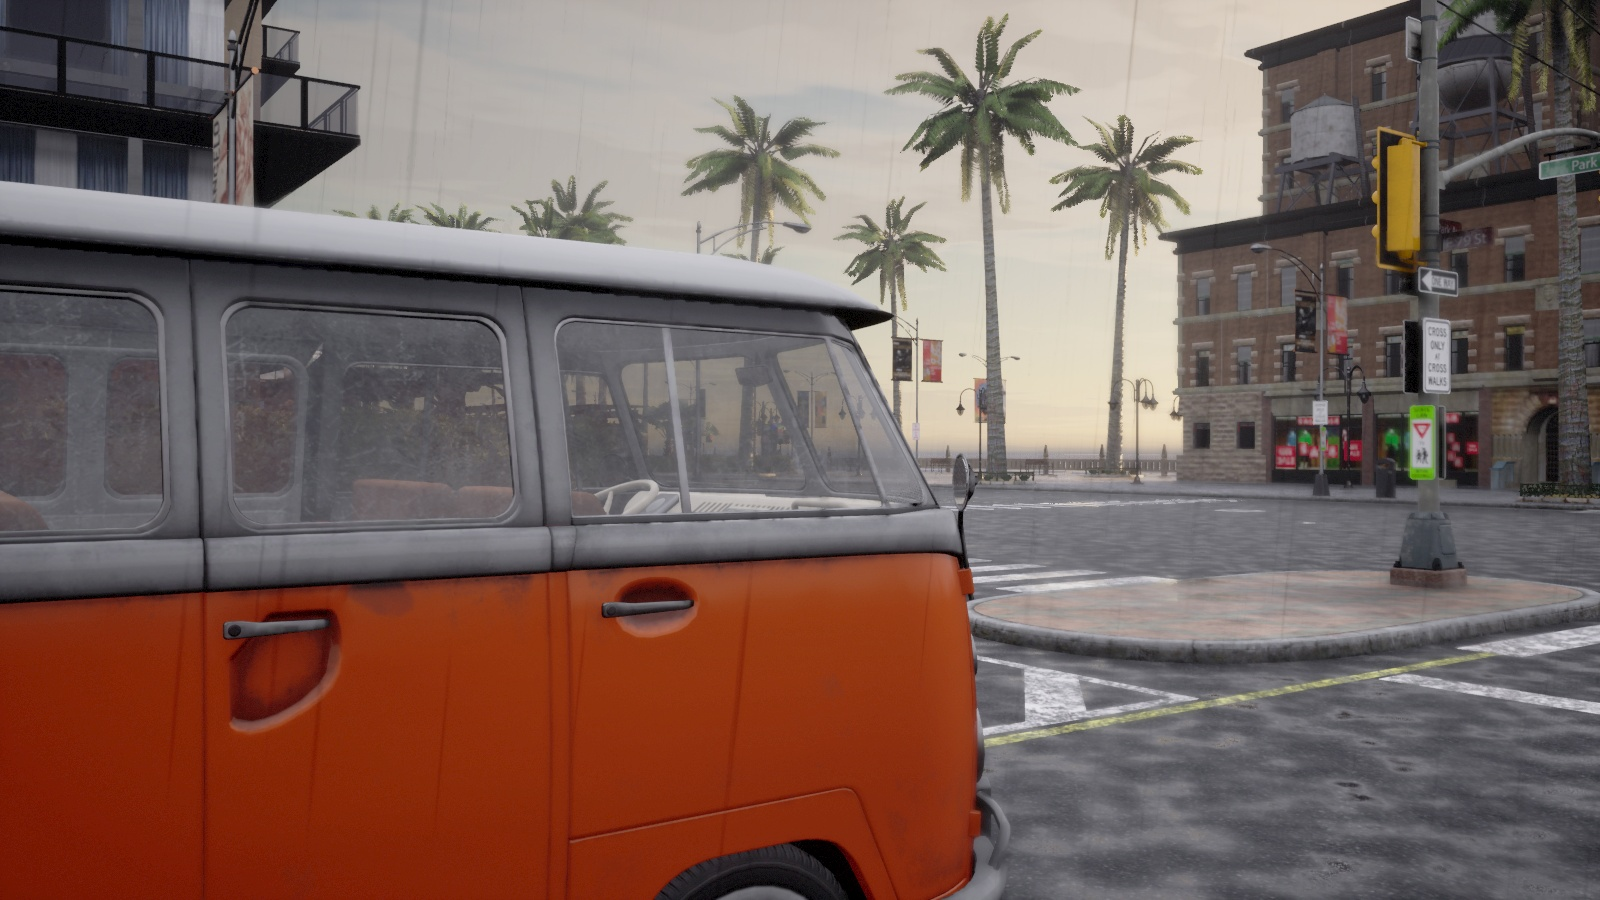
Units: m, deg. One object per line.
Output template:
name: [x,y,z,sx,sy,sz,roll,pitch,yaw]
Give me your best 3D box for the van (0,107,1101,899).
van: [-1.588,0.507,2.554,4.442,1.987,1.775,0,0,-35]
